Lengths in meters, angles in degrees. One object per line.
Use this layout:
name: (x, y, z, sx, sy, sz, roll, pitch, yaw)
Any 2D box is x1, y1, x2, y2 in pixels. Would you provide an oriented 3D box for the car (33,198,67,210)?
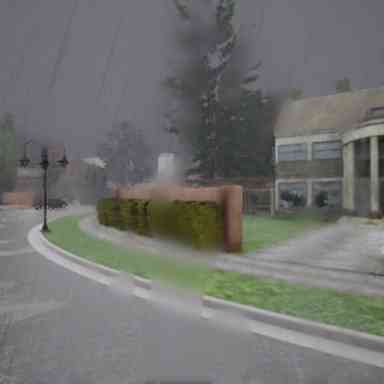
car: (-18.285, 1.570, 43.074, 1.837, 1.490, 4.892, -1, -1, 19)
